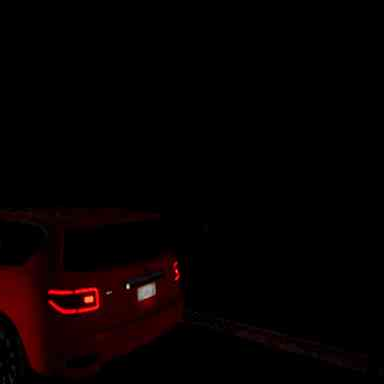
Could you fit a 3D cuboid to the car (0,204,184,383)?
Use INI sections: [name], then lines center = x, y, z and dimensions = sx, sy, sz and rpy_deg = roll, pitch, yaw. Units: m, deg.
[car]
center = -2.726, 1.220, 5.322
dimensions = 5.566, 2.045, 2.150
rpy_deg = 0, 0, 35
